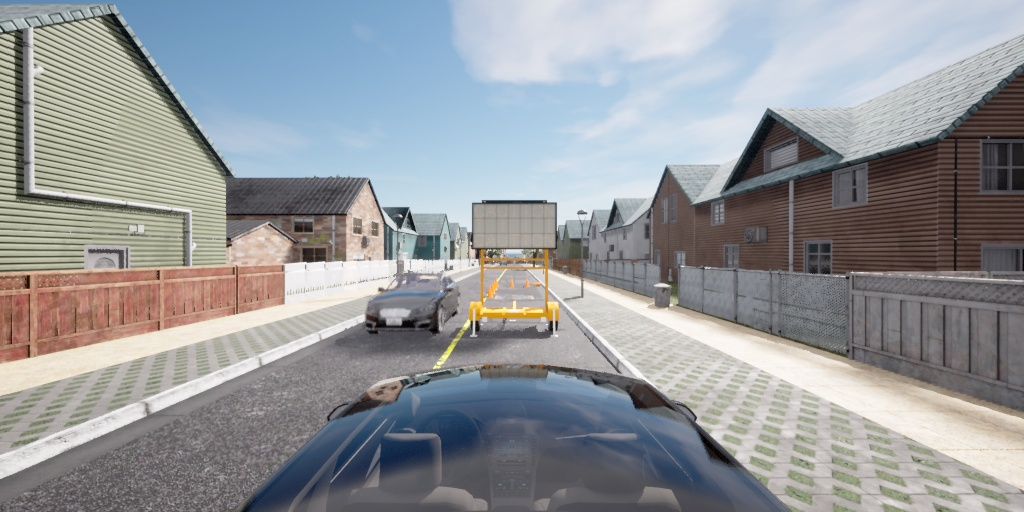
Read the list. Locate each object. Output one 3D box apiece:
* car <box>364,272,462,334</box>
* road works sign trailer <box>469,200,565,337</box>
[{"bbox_3d":[-2.684,1.242,10.654,2.128,1.511,4.902,0,0,0],"label":"car"},{"bbox_3d":[0.069,0.214,10.264,2.380,3.560,2.880,0,0,1],"label":"road works sign trailer"}]
